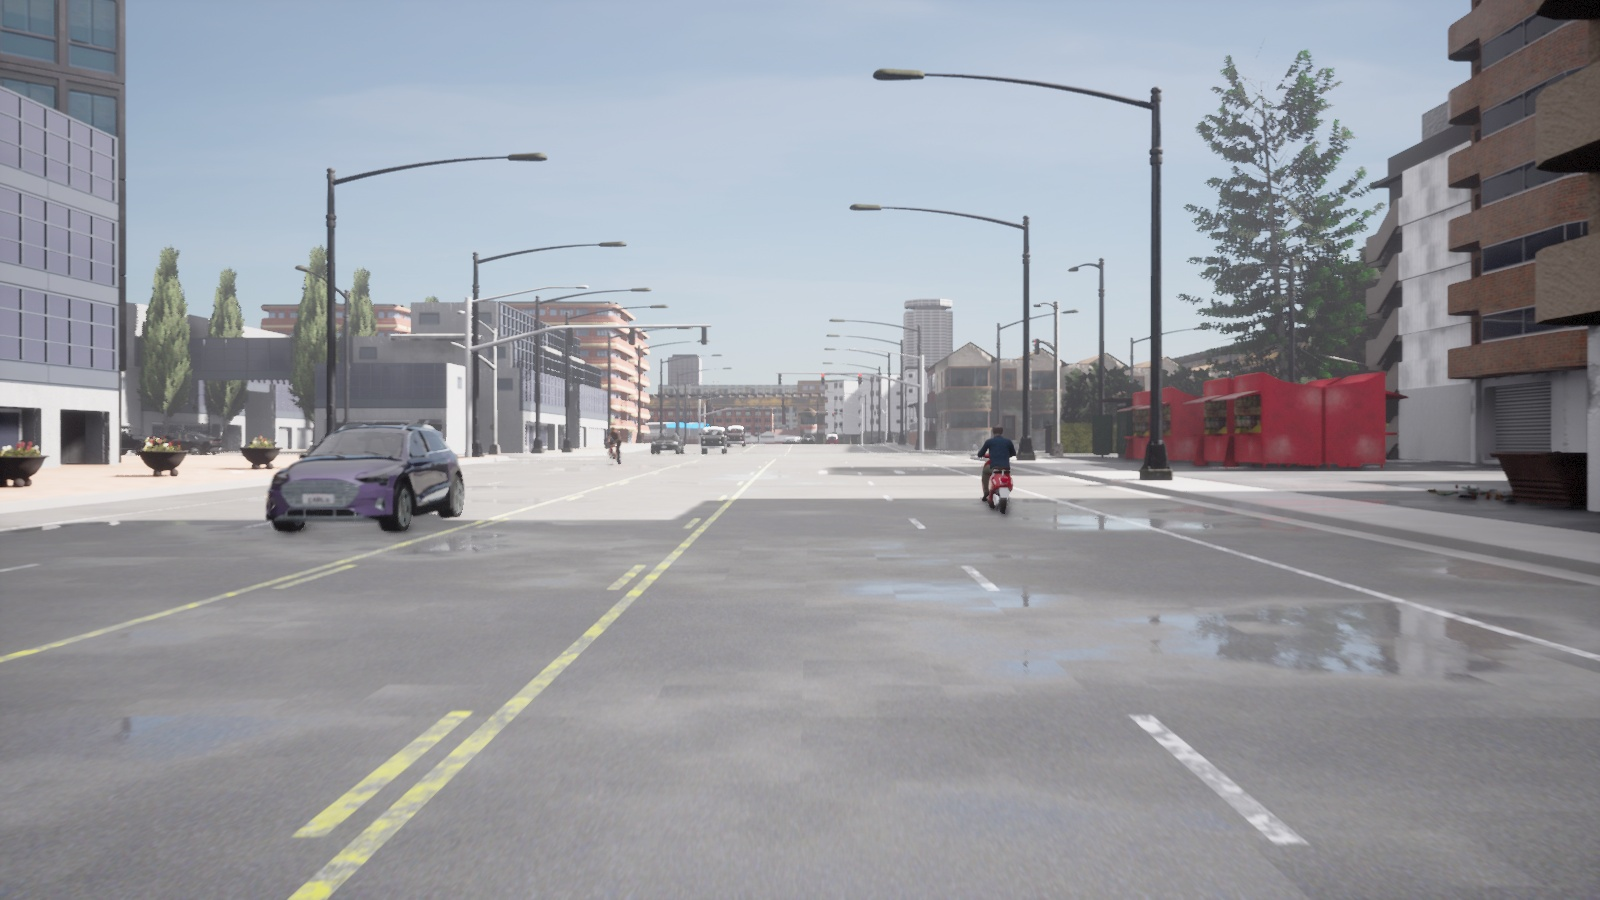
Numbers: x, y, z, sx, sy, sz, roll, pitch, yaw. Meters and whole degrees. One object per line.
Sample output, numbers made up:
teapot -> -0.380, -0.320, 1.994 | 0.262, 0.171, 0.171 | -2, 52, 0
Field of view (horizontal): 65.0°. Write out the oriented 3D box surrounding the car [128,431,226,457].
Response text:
car -> -36.800, -0.342, 74.247 | 4.892, 1.490, 1.837 | 0, 0, 1

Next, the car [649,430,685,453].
car -> -9.943, -0.648, 94.290 | 2.152, 1.651, 5.027 | 0, 0, 0

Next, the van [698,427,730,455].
van -> -6.440, -0.702, 94.230 | 2.069, 2.038, 4.480 | 0, 0, 0

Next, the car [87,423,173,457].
car -> -37.711, -0.542, 70.758 | 3.866, 1.878, 1.905 | 0, 0, 1

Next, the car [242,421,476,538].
car -> -6.868, 0.377, 20.205 | 2.033, 1.649, 4.856 | 0, 1, 0

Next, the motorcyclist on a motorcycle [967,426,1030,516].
motorcyclist on a motorcycle -> 3.649, 0.356, 23.231 | 0.866, 1.590, 1.817 | 0, 1, 0
